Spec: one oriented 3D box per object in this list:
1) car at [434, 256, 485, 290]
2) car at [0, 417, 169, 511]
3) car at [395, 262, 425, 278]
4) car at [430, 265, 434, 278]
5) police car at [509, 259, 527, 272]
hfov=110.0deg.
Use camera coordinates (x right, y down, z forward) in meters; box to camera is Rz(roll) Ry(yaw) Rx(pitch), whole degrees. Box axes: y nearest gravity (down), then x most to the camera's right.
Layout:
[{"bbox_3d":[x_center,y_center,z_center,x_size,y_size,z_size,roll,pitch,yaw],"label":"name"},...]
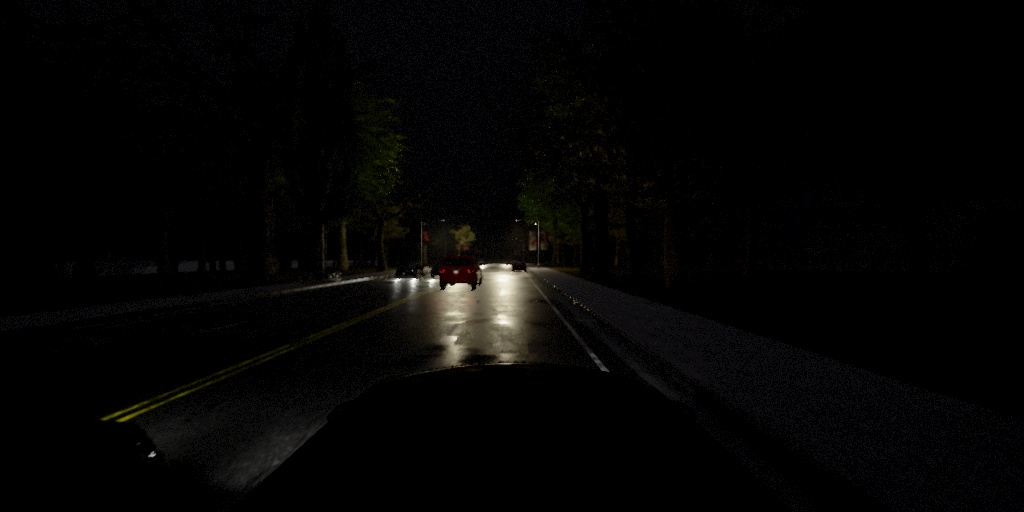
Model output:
[{"bbox_3d":[-3.156,0.998,22.798,2.150,2.045,5.566,0,0,0],"label":"car"},{"bbox_3d":[-3.151,1.254,0.293,1.837,1.490,4.892,0,0,0],"label":"car"},{"bbox_3d":[-9.850,1.330,34.952,1.812,1.442,4.674,0,0,0],"label":"car"},{"bbox_3d":[-6.602,1.282,34.928,1.882,1.535,5.008,0,0,0],"label":"car"},{"bbox_3d":[0.936,1.273,47.569,1.930,1.638,5.238,0,0,0],"label":"police car"}]
